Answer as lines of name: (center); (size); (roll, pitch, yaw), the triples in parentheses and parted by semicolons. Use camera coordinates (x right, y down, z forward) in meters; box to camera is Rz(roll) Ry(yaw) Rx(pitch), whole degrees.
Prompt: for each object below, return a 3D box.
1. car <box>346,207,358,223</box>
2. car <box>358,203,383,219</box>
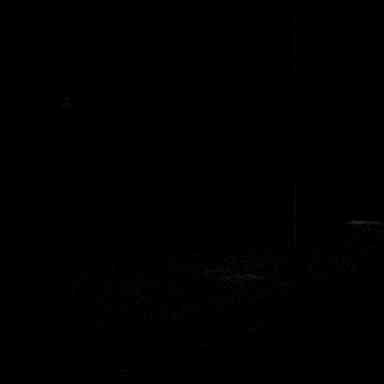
car: (9.380, 1.539, 24.398); (1.947, 1.339, 4.313); (0, 0, -35)
car: (15.918, 1.580, 29.054); (1.947, 1.339, 4.313); (0, 0, -35)
